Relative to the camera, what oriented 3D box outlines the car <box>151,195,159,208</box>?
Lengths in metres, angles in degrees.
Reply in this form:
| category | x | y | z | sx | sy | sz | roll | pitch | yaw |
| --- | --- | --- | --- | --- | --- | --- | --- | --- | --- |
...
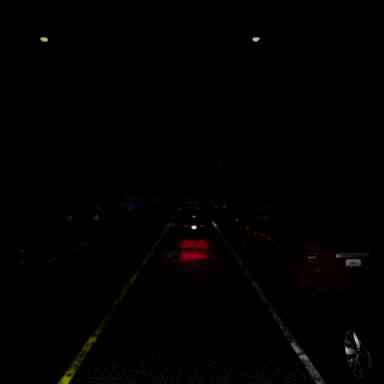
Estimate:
| category | x | y | z | sx | sy | sz | roll | pitch | yaw |
| --- | --- | --- | --- | --- | --- | --- | --- | --- | --- |
| car | -5.763 | 1.382 | 41.886 | 2.008 | 1.369 | 4.403 | 0 | 0 | 0 |

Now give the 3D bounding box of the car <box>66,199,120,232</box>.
| category | x | y | z | sx | sy | sz | roll | pitch | yaw |
| --- | --- | --- | --- | --- | --- | --- | --- | --- | --- |
| car | -5.764 | 1.360 | 19.340 | 1.967 | 1.590 | 4.097 | 0 | 0 | 0 |

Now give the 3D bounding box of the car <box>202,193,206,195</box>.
| category | x | y | z | sx | sy | sz | roll | pitch | yaw |
| --- | --- | --- | --- | --- | --- | --- | --- | --- | --- |
| car | 2.763 | 1.353 | 58.802 | 1.802 | 1.307 | 4.206 | 0 | 0 | 0 |

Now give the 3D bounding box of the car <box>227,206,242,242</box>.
| category | x | y | z | sx | sy | sz | roll | pitch | yaw |
| --- | --- | --- | --- | --- | --- | --- | --- | --- | --- |
| car | 2.761 | 1.489 | 13.712 | 1.887 | 1.381 | 4.507 | 0 | 0 | 0 |

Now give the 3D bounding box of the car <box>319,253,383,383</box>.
| category | x | y | z | sx | sy | sz | roll | pitch | yaw |
| --- | --- | --- | --- | --- | --- | --- | --- | --- | --- |
| car | 2.760 | 1.556 | 2.439 | 1.947 | 1.339 | 4.313 | 0 | 0 | 0 |

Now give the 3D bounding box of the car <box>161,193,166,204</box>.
| category | x | y | z | sx | sy | sz | roll | pitch | yaw |
| --- | --- | --- | --- | --- | --- | --- | --- | --- | --- |
| car | -5.763 | 1.230 | 53.158 | 1.967 | 1.590 | 4.097 | 0 | 0 | 0 |

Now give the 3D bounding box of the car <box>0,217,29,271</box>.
| category | x | y | z | sx | sy | sz | roll | pitch | yaw |
| --- | --- | --- | --- | --- | --- | --- | --- | --- | --- |
| car | -5.765 | 1.406 | 8.066 | 1.967 | 1.590 | 4.097 | 0 | 0 | 0 |

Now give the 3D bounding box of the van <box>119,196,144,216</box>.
| category | x | y | z | sx | sy | sz | roll | pitch | yaw |
| --- | --- | --- | --- | --- | --- | --- | --- | --- | --- |
| van | -5.764 | 1.216 | 30.612 | 1.690 | 1.788 | 3.998 | 0 | 0 | 0 |

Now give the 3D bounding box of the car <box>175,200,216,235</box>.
| category | x | y | z | sx | sy | sz | roll | pitch | yaw |
| --- | --- | --- | --- | --- | --- | --- | --- | --- | --- |
| car | 0.101 | 1.430 | 18.403 | 1.837 | 1.490 | 4.892 | 0 | 0 | 0 |

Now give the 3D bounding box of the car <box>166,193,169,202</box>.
| category | x | y | z | sx | sy | sz | roll | pitch | yaw |
| --- | --- | --- | --- | --- | --- | --- | --- | --- | --- |
| car | -5.763 | 1.085 | 58.795 | 2.192 | 1.841 | 5.009 | 0 | 0 | 0 |

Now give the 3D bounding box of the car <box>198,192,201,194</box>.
| category | x | y | z | sx | sy | sz | roll | pitch | yaw |
| --- | --- | --- | --- | --- | --- | --- | --- | --- | --- |
| car | 2.763 | 1.293 | 75.711 | 1.802 | 1.307 | 4.206 | 0 | 0 | 0 |

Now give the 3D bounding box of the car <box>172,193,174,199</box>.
| category | x | y | z | sx | sy | sz | roll | pitch | yaw |
| --- | --- | --- | --- | --- | --- | --- | --- | --- | --- |
| car | -5.762 | 1.261 | 75.705 | 2.008 | 1.369 | 4.403 | 0 | 0 | 0 |

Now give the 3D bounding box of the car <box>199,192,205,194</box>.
| category | x | y | z | sx | sy | sz | roll | pitch | yaw |
| --- | --- | --- | --- | --- | --- | --- | --- | --- | --- |
| car | 2.763 | 1.312 | 70.074 | 1.802 | 1.307 | 4.206 | 0 | 0 | 0 |

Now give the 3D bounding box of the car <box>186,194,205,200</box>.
| category | x | y | z | sx | sy | sz | roll | pitch | yaw |
| --- | --- | --- | --- | --- | --- | --- | --- | --- | --- |
| car | 0.102 | 1.330 | 36.435 | 1.882 | 1.535 | 5.008 | 0 | 0 | 0 |

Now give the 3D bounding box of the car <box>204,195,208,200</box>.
| category | x | y | z | sx | sy | sz | roll | pitch | yaw |
| --- | --- | --- | --- | --- | --- | --- | --- | --- | --- |
| car | 2.762 | 1.398 | 41.892 | 1.947 | 1.339 | 4.313 | 0 | 0 | 0 |

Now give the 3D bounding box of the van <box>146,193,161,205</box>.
| category | x | y | z | sx | sy | sz | roll | pitch | yaw |
| --- | --- | --- | --- | --- | --- | --- | --- | --- | --- |
| van | -5.764 | 1.152 | 47.522 | 1.690 | 1.788 | 3.998 | 0 | 0 | 0 |

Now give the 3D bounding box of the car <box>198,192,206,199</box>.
| category | x | y | z | sx | sy | sz | roll | pitch | yaw |
| --- | --- | --- | --- | --- | --- | --- | --- | --- | --- |
| car | 2.762 | 0.973 | 92.618 | 2.192 | 1.841 | 5.009 | 0 | 0 | 0 |

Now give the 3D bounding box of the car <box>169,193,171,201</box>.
| category | x | y | z | sx | sy | sz | roll | pitch | yaw |
| --- | --- | --- | --- | --- | --- | --- | --- | --- | --- |
| car | -5.762 | 1.315 | 64.433 | 1.947 | 1.339 | 4.313 | 0 | 0 | 0 |

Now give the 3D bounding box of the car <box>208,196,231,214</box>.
| category | x | y | z | sx | sy | sz | roll | pitch | yaw |
| --- | --- | --- | --- | --- | --- | --- | --- | --- | --- |
| car | 2.761 | 1.316 | 30.619 | 1.967 | 1.590 | 4.097 | 0 | 0 | 0 |

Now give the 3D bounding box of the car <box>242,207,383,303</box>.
| category | x | y | z | sx | sy | sz | roll | pitch | yaw |
| --- | --- | --- | --- | --- | --- | --- | --- | --- | --- |
| car | 2.760 | 1.282 | 8.075 | 2.192 | 1.841 | 5.009 | 0 | 0 | 0 |

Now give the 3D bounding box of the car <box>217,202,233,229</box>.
| category | x | y | z | sx | sy | sz | roll | pitch | yaw |
| --- | --- | --- | --- | --- | --- | --- | --- | --- | --- |
| car | 2.761 | 1.487 | 19.348 | 1.947 | 1.339 | 4.313 | 0 | 0 | 0 |

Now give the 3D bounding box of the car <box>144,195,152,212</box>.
| category | x | y | z | sx | sy | sz | roll | pitch | yaw |
| --- | --- | --- | --- | --- | --- | --- | --- | --- | --- |
| car | -5.763 | 1.379 | 36.080 | 1.752 | 1.417 | 4.829 | 0 | 0 | 0 |
